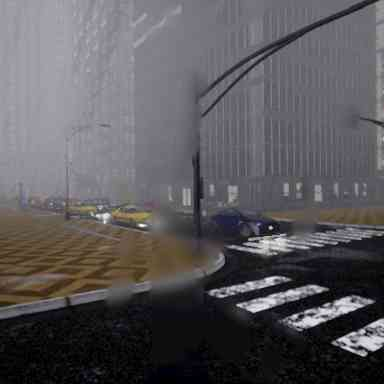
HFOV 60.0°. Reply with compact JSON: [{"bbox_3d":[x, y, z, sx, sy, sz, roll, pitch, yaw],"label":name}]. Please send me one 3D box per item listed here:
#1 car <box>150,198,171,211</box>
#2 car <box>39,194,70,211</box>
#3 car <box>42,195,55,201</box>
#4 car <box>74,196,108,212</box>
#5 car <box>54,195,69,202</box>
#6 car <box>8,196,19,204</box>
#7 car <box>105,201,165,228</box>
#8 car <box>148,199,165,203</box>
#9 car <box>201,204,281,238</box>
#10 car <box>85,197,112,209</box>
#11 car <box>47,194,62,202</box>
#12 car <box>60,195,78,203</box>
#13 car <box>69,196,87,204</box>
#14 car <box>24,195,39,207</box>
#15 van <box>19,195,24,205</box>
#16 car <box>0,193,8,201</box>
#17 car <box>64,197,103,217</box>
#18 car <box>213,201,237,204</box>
[{"bbox_3d":[-4.088,1.327,36.693,1.967,1.590,4.097,-1,1,-36],"label":"car"},{"bbox_3d":[-17.022,1.429,41.076,1.967,1.590,4.097,-1,1,-36],"label":"car"},{"bbox_3d":[-33.446,1.330,77.391,1.752,1.417,4.829,-1,1,-36],"label":"car"},{"bbox_3d":[-11.038,1.454,36.997,2.128,1.511,4.902,-1,1,-36],"label":"car"},{"bbox_3d":[-26.854,1.406,68.233,1.802,1.307,4.206,-1,1,-36],"label":"car"},{"bbox_3d":[-33.250,1.493,63.630,2.008,1.369,4.403,-1,1,-36],"label":"car"},{"bbox_3d":[-4.044,1.551,22.821,1.752,1.417,4.829,-1,1,-36],"label":"car"},{"bbox_3d":[-4.803,1.527,28.318,2.033,1.411,5.357,-1,1,-36],"label":"car"},{"bbox_3d":[2.694,1.562,17.895,1.994,1.385,4.181,-1,1,-36],"label":"car"},{"bbox_3d":[-12.467,1.412,44.016,1.837,1.490,4.892,-1,1,-36],"label":"car"},{"bbox_3d":[-30.101,1.255,72.742,1.967,1.590,4.097,-1,1,-36],"label":"car"},{"bbox_3d":[-23.609,1.384,63.722,2.008,1.369,4.403,-1,1,-36],"label":"car"},{"bbox_3d":[-20.363,1.388,59.211,1.887,1.381,4.507,-1,1,-36],"label":"car"},{"bbox_3d":[-23.514,1.410,50.097,1.967,1.590,4.097,-1,1,-36],"label":"car"},{"bbox_3d":[-26.761,1.302,54.607,1.690,1.788,3.998,-1,1,-36],"label":"van"},{"bbox_3d":[-46.234,1.449,81.672,1.887,1.381,4.507,-1,1,-36],"label":"car"},{"bbox_3d":[-10.479,1.533,31.885,1.752,1.417,4.829,-1,1,-36],"label":"car"},{"bbox_3d":[2.463,1.454,27.713,2.008,1.369,4.403,-1,1,-36],"label":"car"}]
